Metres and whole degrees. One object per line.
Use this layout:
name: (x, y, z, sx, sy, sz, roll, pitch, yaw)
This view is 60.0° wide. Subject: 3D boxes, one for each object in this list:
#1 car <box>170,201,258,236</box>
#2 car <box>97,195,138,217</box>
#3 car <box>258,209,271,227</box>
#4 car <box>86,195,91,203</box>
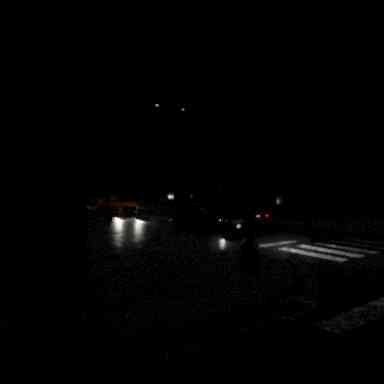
car: (0.711, 1.248, 17.092, 2.128, 1.511, 4.902, 0, 1, -35)
car: (-6.040, 1.045, 26.695, 1.882, 1.535, 5.008, 0, 1, -35)
car: (2.232, 1.269, 19.444, 2.033, 1.411, 5.357, 0, 1, -29)
car: (-15.125, 0.765, 44.661, 1.994, 1.385, 4.181, 0, 1, -35)
